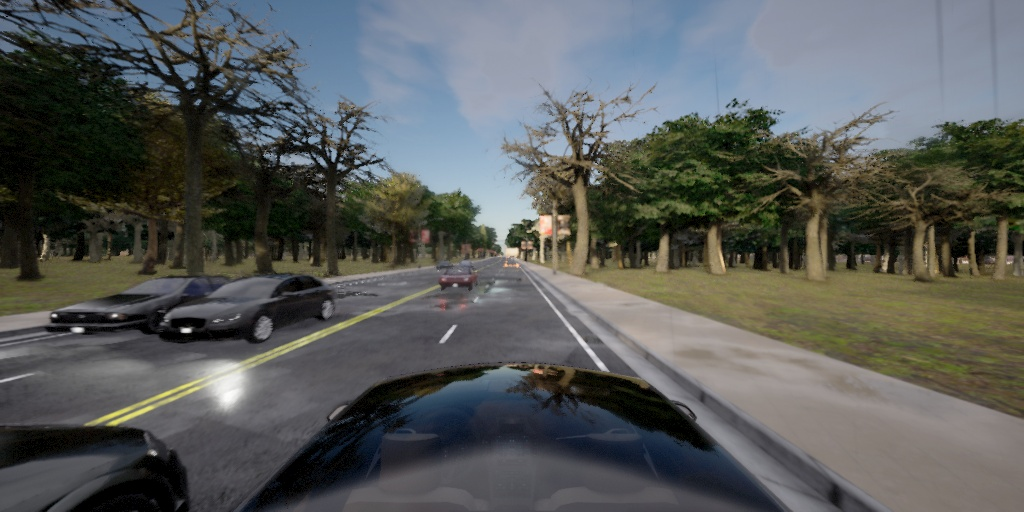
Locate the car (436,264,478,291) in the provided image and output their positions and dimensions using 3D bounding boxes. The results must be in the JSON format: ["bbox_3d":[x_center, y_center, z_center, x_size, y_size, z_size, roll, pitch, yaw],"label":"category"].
[{"bbox_3d":[-3.157,1.353,22.123,1.895,1.301,4.718,0,0,0],"label":"car"}]

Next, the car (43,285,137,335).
[{"bbox_3d":[-9.853,1.297,10.792,2.033,1.411,5.357,0,0,0],"label":"car"}]

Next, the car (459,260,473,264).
[{"bbox_3d":[-6.600,1.355,51.562,1.812,1.442,4.674,0,0,0],"label":"car"}]

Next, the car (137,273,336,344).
[{"bbox_3d":[-6.602,1.255,9.693,1.837,1.490,4.892,0,0,0],"label":"car"}]

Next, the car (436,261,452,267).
[{"bbox_3d":[-9.846,1.396,52.540,1.994,1.385,4.181,0,0,0],"label":"car"}]

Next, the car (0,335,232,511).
[{"bbox_3d":[-3.149,1.314,0.641,1.994,1.385,4.181,0,0,0],"label":"car"}]

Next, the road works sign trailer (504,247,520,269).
[{"bbox_3d":[-0.050,0.325,61.201,2.380,3.560,2.880,0,0,0],"label":"road works sign trailer"}]
